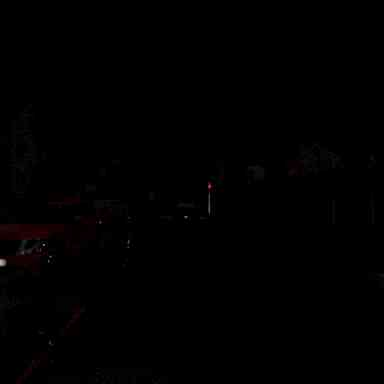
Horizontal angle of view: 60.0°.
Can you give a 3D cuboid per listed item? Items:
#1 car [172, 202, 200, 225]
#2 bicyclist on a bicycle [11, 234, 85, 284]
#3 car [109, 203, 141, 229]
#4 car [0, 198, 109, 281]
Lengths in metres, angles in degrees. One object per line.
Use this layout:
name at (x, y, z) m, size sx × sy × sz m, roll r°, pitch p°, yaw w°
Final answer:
car at (-0.467, 1.478, 24.361) m, size 1.882 × 1.535 × 5.008 m, roll 0°, pitch 0°, yaw -2°
bicyclist on a bicycle at (-2.928, 1.467, 7.315) m, size 1.620 × 0.582 × 1.656 m, roll -44°, pitch -23°, yaw 19°
car at (-4.552, 1.478, 21.913) m, size 1.882 × 1.535 × 5.008 m, roll 0°, pitch 0°, yaw -1°
car at (-4.340, 1.223, 10.171) m, size 2.150 × 2.045 × 5.566 m, roll 0°, pitch 0°, yaw -1°
